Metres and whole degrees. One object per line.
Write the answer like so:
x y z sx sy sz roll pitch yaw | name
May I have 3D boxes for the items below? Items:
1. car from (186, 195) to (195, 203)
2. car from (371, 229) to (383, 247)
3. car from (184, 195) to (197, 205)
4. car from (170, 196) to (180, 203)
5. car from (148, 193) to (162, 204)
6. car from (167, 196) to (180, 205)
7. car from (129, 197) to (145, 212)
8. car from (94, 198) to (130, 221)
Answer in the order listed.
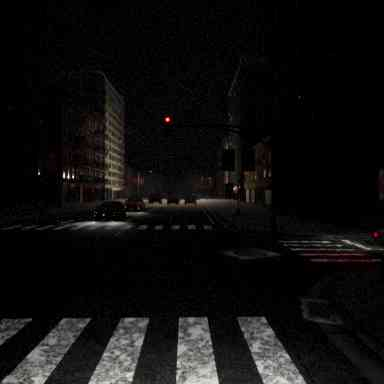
-0.303 1.464 68.269 1.882 1.535 5.008 0 0 0 | car
9.063 1.622 11.583 4.718 1.301 1.895 0 0 1 | car
-0.258 1.341 58.236 2.097 1.767 4.553 0 0 0 | car
-3.475 1.587 69.819 1.895 1.301 4.718 0 0 0 | car
-6.788 1.215 62.032 2.150 2.045 5.566 0 0 0 | car
-3.416 1.467 59.665 1.882 1.535 5.008 0 0 0 | car
-6.781 1.350 39.083 2.097 1.767 4.553 0 0 -2 | car
-6.724 1.503 27.665 1.837 1.490 4.892 0 0 0 | car
